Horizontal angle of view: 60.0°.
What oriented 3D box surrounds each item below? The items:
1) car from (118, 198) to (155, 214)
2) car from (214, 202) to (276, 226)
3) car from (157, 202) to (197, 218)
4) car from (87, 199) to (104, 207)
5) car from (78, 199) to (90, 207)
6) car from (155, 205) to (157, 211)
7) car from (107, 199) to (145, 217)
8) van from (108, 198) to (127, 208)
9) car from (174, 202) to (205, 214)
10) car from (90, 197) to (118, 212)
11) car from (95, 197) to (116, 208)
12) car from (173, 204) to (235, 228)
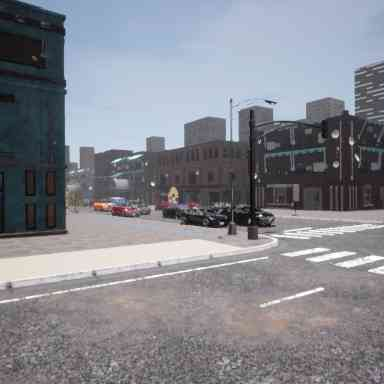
[{"bbox_3d":[-6.762,1.764,39.923,2.097,1.767,4.553,-1,0,-35],"label":"car"},{"bbox_3d":[4.006,1.705,24.788,1.837,1.490,4.892,-1,0,-34],"label":"car"},{"bbox_3d":[-1.240,1.868,32.205,1.994,1.385,4.181,-1,0,-35],"label":"car"},{"bbox_3d":[-19.663,2.226,67.936,1.887,1.381,4.507,-1,0,-36],"label":"car"},{"bbox_3d":[-21.310,2.191,65.805,2.128,1.511,4.902,-1,0,-36],"label":"car"},{"bbox_3d":[-3.577,1.965,45.414,1.802,1.307,4.206,-2,0,-36],"label":"car"},{"bbox_3d":[-7.183,1.846,36.037,1.967,1.590,4.097,-1,0,-36],"label":"car"},{"bbox_3d":[-13.234,1.906,58.927,1.690,1.788,3.998,-1,0,-36],"label":"van"},{"bbox_3d":[-0.362,1.903,40.910,1.802,1.307,4.206,-2,0,-36],"label":"car"},{"bbox_3d":[-12.557,1.875,48.104,2.097,1.767,4.553,-1,0,-35],"label":"car"},{"bbox_3d":[-16.451,1.939,63.431,2.192,1.841,5.009,-1,0,-36],"label":"car"},{"bbox_3d":[0.785,1.814,24.674,1.947,1.339,4.313,-2,0,-36],"label":"car"}]
